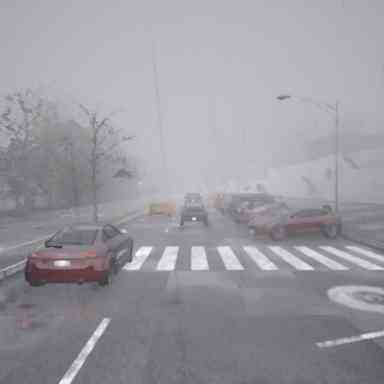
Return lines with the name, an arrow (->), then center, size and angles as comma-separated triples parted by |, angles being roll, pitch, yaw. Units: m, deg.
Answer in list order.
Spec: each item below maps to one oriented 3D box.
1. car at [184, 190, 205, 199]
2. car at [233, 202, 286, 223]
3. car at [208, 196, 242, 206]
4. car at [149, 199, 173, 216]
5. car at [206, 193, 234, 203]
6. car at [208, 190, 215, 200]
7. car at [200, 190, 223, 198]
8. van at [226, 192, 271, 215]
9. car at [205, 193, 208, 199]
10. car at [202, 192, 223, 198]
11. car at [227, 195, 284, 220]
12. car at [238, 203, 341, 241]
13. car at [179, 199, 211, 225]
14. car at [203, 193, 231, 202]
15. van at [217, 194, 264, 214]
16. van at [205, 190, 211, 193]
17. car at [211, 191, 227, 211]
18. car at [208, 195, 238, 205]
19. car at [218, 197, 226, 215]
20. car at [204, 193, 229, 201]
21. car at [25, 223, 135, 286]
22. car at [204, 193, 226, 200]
car -> 0.168, 1.131, 41.146 | 2.150, 2.045, 5.566 | 0, 0, 0
car -> 5.098, 1.482, 19.450 | 4.674, 1.452, 2.002 | 1, 0, -20
car -> 5.185, 1.337, 52.286 | 4.792, 1.488, 2.163 | 0, 0, -20
car -> -2.847, 1.421, 31.388 | 1.882, 1.535, 5.008 | 0, 0, 0
car -> 5.146, 1.066, 61.216 | 4.553, 1.767, 2.185 | 0, 1, -20
car -> 5.162, 1.152, 37.361 | 5.566, 2.045, 2.435 | 1, 0, -20
car -> 5.248, 0.531, 88.078 | 5.566, 2.045, 2.435 | 0, 1, -20
van -> 5.224, 1.204, 25.456 | 4.442, 1.987, 1.878 | 1, 0, -20
car -> 4.981, 1.329, 49.217 | 5.366, 1.575, 1.946 | 1, 1, -20
car -> 5.224, 0.822, 85.080 | 4.892, 1.521, 2.231 | 0, 1, -20
car -> 5.079, 1.309, 22.422 | 4.553, 1.767, 2.185 | 1, 0, -20
car -> 5.072, 1.477, 16.431 | 4.792, 1.488, 2.163 | 1, 0, -20
car -> 0.140, 1.458, 23.593 | 1.837, 1.490, 4.892 | 0, 0, 0
car -> 5.010, 1.092, 67.127 | 5.366, 1.575, 1.946 | 0, 1, -20
van -> 5.022, 1.183, 34.318 | 4.442, 1.987, 1.878 | 1, 0, -20
van -> 5.063, 1.010, 58.188 | 4.442, 1.987, 1.878 | 0, 1, -20
car -> 5.101, 1.165, 31.365 | 5.566, 2.045, 2.435 | 1, 0, -20
car -> 5.159, 1.312, 55.259 | 4.674, 1.452, 2.002 | 0, 0, -20
car -> 5.112, 1.424, 28.397 | 4.892, 1.521, 2.231 | 1, 0, -20
car -> 5.215, 1.075, 70.189 | 4.792, 1.488, 2.163 | 0, 1, -20
car -> -2.885, 1.554, 9.405 | 1.994, 1.385, 4.181 | 0, 0, 0
car -> 5.195, 0.988, 76.141 | 4.674, 1.452, 2.002 | 0, 1, -20
